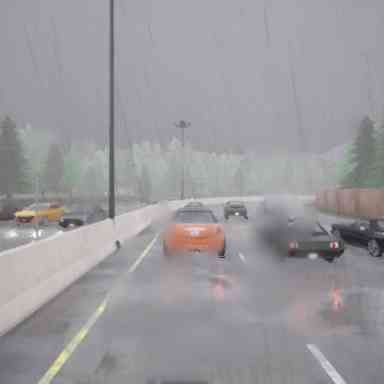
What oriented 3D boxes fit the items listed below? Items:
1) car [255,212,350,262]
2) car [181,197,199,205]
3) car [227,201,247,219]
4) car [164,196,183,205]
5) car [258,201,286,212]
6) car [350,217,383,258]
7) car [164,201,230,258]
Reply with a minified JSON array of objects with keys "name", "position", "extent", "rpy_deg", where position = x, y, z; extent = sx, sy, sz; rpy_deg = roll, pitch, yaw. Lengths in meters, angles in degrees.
[{"name":"car","position":[3.597,1.612,12.089],"extent":[1.895,1.301,4.718],"rpy_deg":[0,0,0]},{"name":"car","position":[-0.296,1.617,61.701],"extent":[1.994,1.385,4.181],"rpy_deg":[0,0,21]},{"name":"car","position":[3.805,1.531,29.565],"extent":[1.837,1.490,4.892],"rpy_deg":[0,0,3]},{"name":"car","position":[-3.462,1.533,63.211],"extent":[1.882,1.535,5.008],"rpy_deg":[0,0,21]},{"name":"car","position":[7.349,1.553,30.501],"extent":[1.812,1.442,4.674],"rpy_deg":[0,0,3]},{"name":"car","position":[7.097,1.612,12.719],"extent":[1.895,1.301,4.718],"rpy_deg":[0,0,0]},{"name":"car","position":[0.096,1.363,13.030],"extent":[2.097,1.767,4.553],"rpy_deg":[0,0,0]}]
